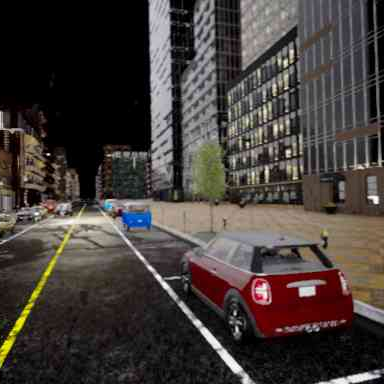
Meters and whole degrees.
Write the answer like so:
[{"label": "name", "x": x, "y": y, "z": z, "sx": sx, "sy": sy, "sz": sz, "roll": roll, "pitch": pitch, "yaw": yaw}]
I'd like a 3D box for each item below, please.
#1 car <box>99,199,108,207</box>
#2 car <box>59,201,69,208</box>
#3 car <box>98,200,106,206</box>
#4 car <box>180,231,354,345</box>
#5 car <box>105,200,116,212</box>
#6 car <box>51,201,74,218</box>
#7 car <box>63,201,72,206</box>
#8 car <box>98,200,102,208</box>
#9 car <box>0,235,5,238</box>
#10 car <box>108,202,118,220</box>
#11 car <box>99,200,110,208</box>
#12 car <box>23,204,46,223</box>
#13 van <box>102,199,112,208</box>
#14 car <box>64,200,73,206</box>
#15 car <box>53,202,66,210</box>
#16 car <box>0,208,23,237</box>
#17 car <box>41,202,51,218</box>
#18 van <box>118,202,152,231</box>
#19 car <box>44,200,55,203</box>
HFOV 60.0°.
[{"label": "car", "x": -20.222, "y": 2.494, "z": 75.841, "sx": 1.967, "sy": 1.590, "sz": 4.097, "roll": 0, "pitch": -1, "yaw": -17}, {"label": "car", "x": -28.230, "y": 2.754, "z": 73.372, "sx": 1.802, "sy": 1.307, "sz": 4.206, "roll": 0, "pitch": -1, "yaw": -17}, {"label": "car", "x": -23.501, "y": 2.756, "z": 86.484, "sx": 1.887, "sy": 1.381, "sz": 4.507, "roll": 0, "pitch": -1, "yaw": -17}, {"label": "car", "x": 1.092, "y": 1.483, "z": 6.651, "sx": 1.967, "sy": 1.590, "sz": 4.097, "roll": 0, "pitch": -1, "yaw": -17}, {"label": "car", "x": -8.795, "y": 2.033, "z": 38.745, "sx": 1.752, "sy": 1.417, "sz": 4.829, "roll": 0, "pitch": -1, "yaw": -17}, {"label": "car", "x": -14.436, "y": 2.088, "z": 37.691, "sx": 2.128, "sy": 1.511, "sz": 4.902, "roll": -1, "pitch": 0, "yaw": -17}, {"label": "car", "x": -31.509, "y": 2.874, "z": 84.017, "sx": 1.887, "sy": 1.381, "sz": 4.507, "roll": 0, "pitch": -1, "yaw": -17}, {"label": "car", "x": -16.993, "y": 2.424, "z": 65.357, "sx": 1.752, "sy": 1.417, "sz": 4.829, "roll": 0, "pitch": -1, "yaw": -17}, {"label": "car", "x": -4.233, "y": 1.661, "z": 4.238, "sx": 2.033, "sy": 1.411, "sz": 5.357, "roll": -1, "pitch": -1, "yaw": -17}, {"label": "car", "x": -7.105, "y": 2.010, "z": 33.260, "sx": 1.802, "sy": 1.307, "sz": 4.206, "roll": 0, "pitch": -1, "yaw": -17}, {"label": "car", "x": -18.583, "y": 2.520, "z": 70.517, "sx": 1.887, "sy": 1.381, "sz": 4.507, "roll": 0, "pitch": -1, "yaw": -17}, {"label": "car", "x": -15.113, "y": 2.097, "z": 30.792, "sx": 2.008, "sy": 1.369, "sz": 4.403, "roll": 0, "pitch": -1, "yaw": -17}, {"label": "van", "x": -12.025, "y": 2.002, "z": 49.231, "sx": 1.690, "sy": 1.788, "sz": 3.998, "roll": 0, "pitch": -1, "yaw": -17}, {"label": "car", "x": -33.148, "y": 2.974, "z": 89.339, "sx": 1.947, "sy": 1.339, "sz": 4.313, "roll": 0, "pitch": -1, "yaw": -17}, {"label": "car", "x": -24.951, "y": 2.559, "z": 62.727, "sx": 1.887, "sy": 1.381, "sz": 4.507, "roll": 0, "pitch": -1, "yaw": -17}, {"label": "car", "x": -11.784, "y": 1.915, "z": 19.987, "sx": 1.752, "sy": 1.417, "sz": 4.829, "roll": 0, "pitch": -1, "yaw": -17}, {"label": "car", "x": -16.703, "y": 2.147, "z": 35.954, "sx": 1.752, "sy": 1.417, "sz": 4.829, "roll": 0, "pitch": -1, "yaw": -17}, {"label": "van", "x": -3.827, "y": 1.615, "z": 22.619, "sx": 1.690, "sy": 1.788, "sz": 3.998, "roll": 0, "pitch": -1, "yaw": -17}, {"label": "car", "x": -20.033, "y": 2.094, "z": 46.763, "sx": 2.192, "sy": 1.841, "sz": 5.009, "roll": 0, "pitch": -1, "yaw": -17}]
